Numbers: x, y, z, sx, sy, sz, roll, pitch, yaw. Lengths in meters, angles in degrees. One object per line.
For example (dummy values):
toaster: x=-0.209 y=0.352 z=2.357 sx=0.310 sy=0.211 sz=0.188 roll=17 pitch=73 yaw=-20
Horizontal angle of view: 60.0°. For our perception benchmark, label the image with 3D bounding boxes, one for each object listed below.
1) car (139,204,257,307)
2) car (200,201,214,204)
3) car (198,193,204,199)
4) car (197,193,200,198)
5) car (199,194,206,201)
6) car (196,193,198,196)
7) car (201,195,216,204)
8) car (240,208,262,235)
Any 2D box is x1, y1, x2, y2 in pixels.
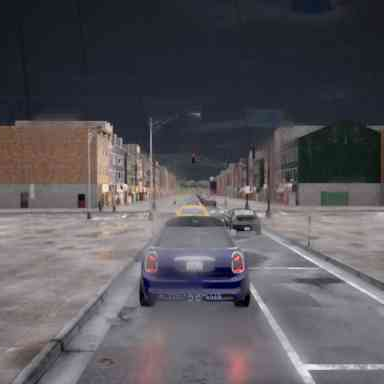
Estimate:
car: x=0.069 y=1.348 z=8.122 sx=2.097 sy=1.767 sz=4.553 roll=0 pitch=0 yaw=1
car: x=0.066 y=1.471 z=17.997 sx=1.882 sy=1.535 sz=5.008 roll=0 pitch=0 yaw=1
car: x=2.819 y=1.548 z=72.863 sx=1.887 sy=1.381 sz=4.507 roll=-1 pitch=0 yaw=0
car: x=2.832 y=1.445 z=78.395 sx=1.967 sy=1.590 sz=4.097 roll=-1 pitch=0 yaw=0
car: x=2.790 y=1.582 z=61.798 sx=1.802 sy=1.307 sz=4.206 roll=-1 pitch=0 yaw=0
car: x=2.879 y=1.560 z=94.993 sx=2.008 sy=1.369 sz=4.403 roll=-1 pitch=0 yaw=0
car: x=2.759 y=1.541 z=50.733 sx=1.887 sy=1.381 sz=4.507 roll=-1 pitch=0 yaw=0
car: x=2.672 y=1.544 z=18.288 sx=2.008 sy=1.369 sz=4.403 roll=-1 pitch=0 yaw=0
